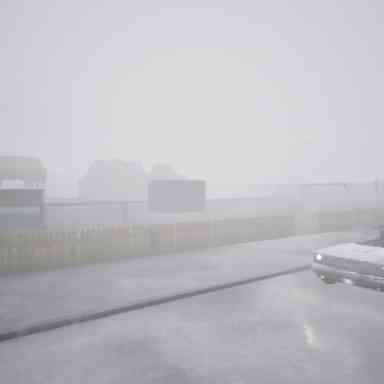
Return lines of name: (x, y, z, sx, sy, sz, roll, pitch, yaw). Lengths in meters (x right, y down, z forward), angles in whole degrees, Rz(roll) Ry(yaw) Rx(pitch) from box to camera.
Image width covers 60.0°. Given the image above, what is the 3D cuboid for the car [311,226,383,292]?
car: (5.050, 1.540, 8.209, 4.718, 1.301, 1.895, 0, 0, -35)
